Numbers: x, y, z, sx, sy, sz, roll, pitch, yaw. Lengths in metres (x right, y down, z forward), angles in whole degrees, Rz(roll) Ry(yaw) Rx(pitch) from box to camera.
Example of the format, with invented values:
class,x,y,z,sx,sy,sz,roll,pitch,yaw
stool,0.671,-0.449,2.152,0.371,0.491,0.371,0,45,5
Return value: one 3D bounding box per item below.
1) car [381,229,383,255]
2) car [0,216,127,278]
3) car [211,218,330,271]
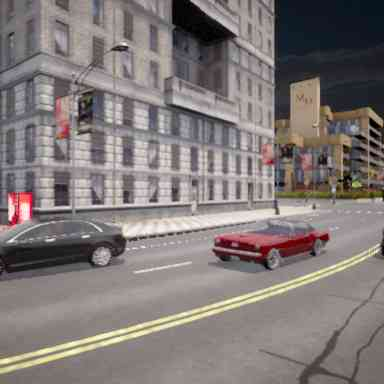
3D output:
class,x,y,z,sx,sy,sz,roll,pitch,yaw
car,8.604,1.347,12.208,2.097,1.767,4.553,0,0,42
car,-4.314,1.503,9.714,4.892,1.490,1.837,0,1,-37
car,2.795,1.598,11.192,1.895,1.301,4.718,0,0,45
